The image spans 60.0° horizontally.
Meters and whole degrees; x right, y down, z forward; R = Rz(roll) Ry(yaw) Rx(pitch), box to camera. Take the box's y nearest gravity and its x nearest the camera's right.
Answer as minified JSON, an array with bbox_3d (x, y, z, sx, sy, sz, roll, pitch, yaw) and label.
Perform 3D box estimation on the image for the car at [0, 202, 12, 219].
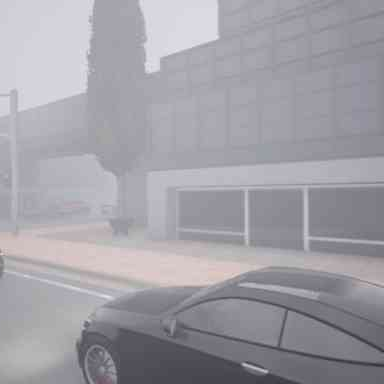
[{"bbox_3d":[-19.155,1.758,31.248,2.097,1.767,4.553,-1,0,36],"label":"car"}]

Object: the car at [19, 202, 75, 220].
[{"bbox_3d":[-14.207,1.964,32.131,1.895,1.301,4.718,-1,0,36],"label":"car"}]

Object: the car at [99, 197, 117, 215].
[{"bbox_3d":[-8.507,1.584,40.067,2.150,2.045,5.566,-1,0,35],"label":"car"}]

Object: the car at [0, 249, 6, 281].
[{"bbox_3d":[-6.656,1.651,8.697,4.674,1.442,1.812,-1,0,36],"label":"car"}]

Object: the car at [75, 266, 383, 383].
[{"bbox_3d":[0.771,1.541,3.436,4.674,1.442,1.812,-1,0,36],"label":"car"}]

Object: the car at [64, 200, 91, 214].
[{"bbox_3d":[-14.072,1.757,38.317,2.097,1.767,4.553,-1,0,36],"label":"car"}]
